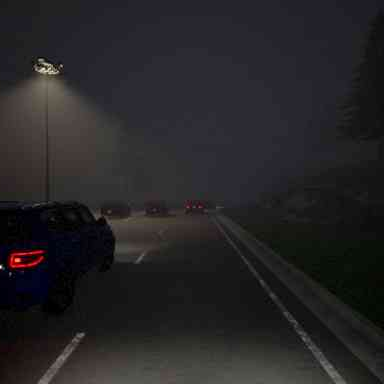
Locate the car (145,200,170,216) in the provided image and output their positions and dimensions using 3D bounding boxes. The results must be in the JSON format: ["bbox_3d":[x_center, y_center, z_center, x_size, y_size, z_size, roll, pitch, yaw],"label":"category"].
[{"bbox_3d":[-3.292,1.478,32.350,1.882,1.535,5.008,0,0,2],"label":"car"}]

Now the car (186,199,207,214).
[{"bbox_3d":[0.332,1.547,35.211,2.033,1.411,5.357,0,0,3],"label":"car"}]

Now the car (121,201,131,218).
[{"bbox_3d":[-6.848,1.477,30.259,1.882,1.535,5.008,0,0,1],"label":"car"}]

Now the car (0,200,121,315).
[{"bbox_3d":[-3.401,1.221,7.711,2.150,2.045,5.566,0,0,0],"label":"car"}]

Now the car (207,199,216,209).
[{"bbox_3d":[1.950,1.564,44.536,1.994,1.385,4.181,0,0,14],"label":"car"}]
